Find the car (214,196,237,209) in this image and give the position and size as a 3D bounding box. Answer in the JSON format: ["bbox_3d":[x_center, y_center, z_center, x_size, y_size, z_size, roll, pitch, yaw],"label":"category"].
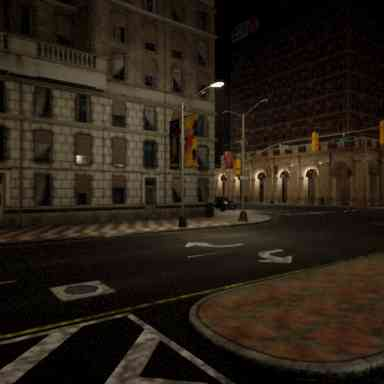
[{"bbox_3d":[3.781,1.345,43.685,2.097,1.767,4.553,0,0,-36],"label":"car"}]
